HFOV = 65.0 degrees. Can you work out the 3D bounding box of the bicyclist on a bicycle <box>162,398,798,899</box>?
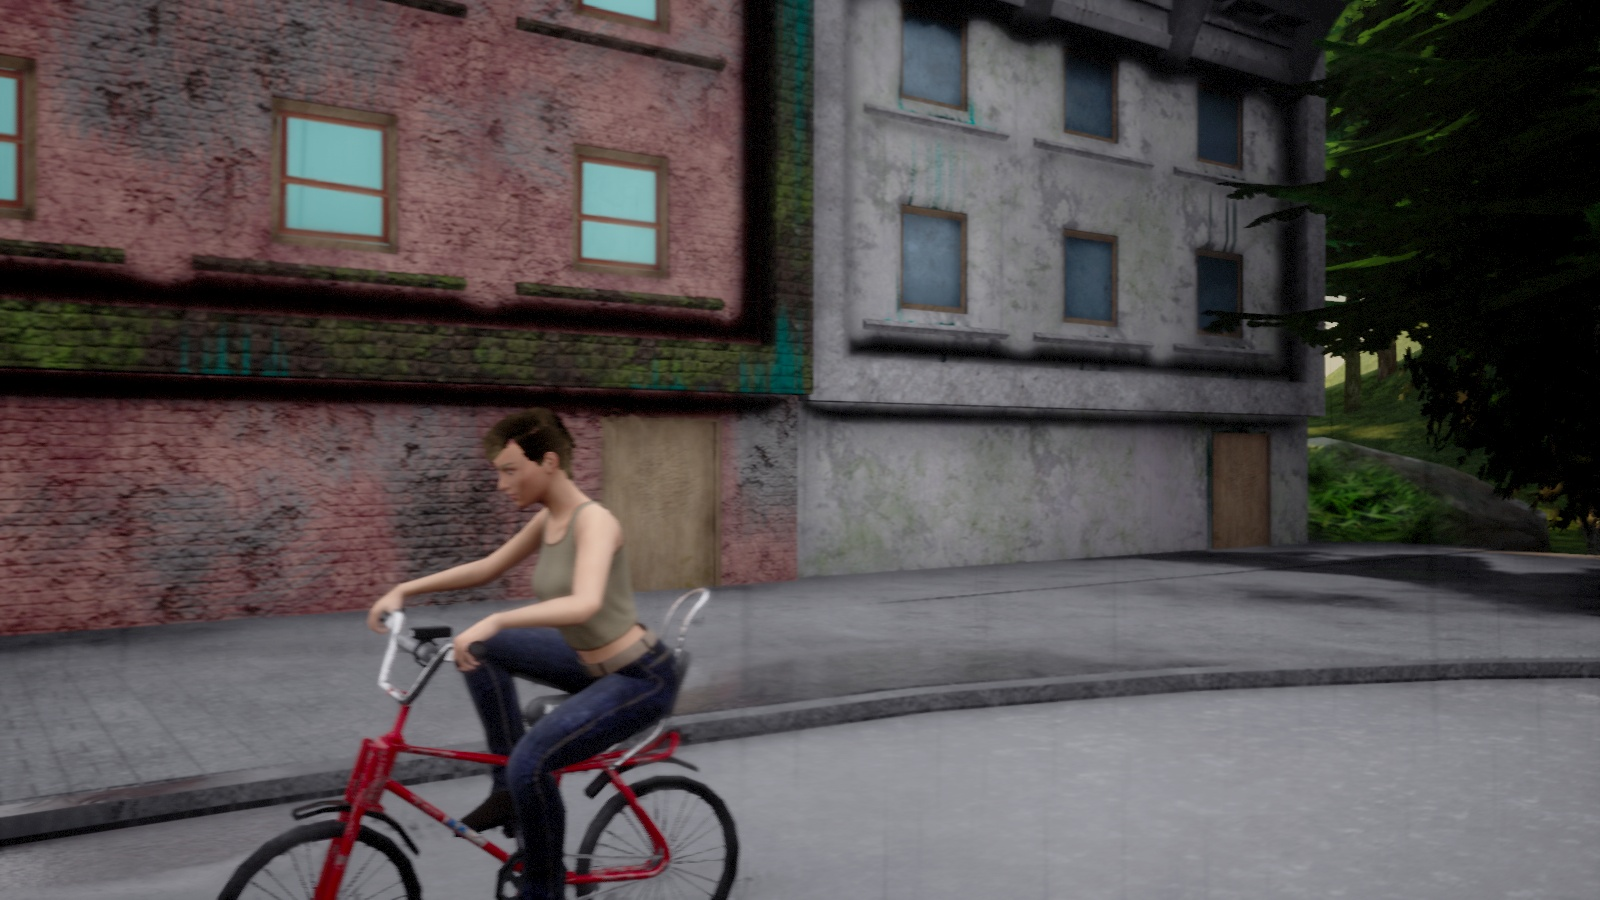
[{"bbox_3d":[-0.879,0.690,3.455,1.509,1.612,0.866,0,1,-30],"label":"bicyclist on a bicycle"}]
